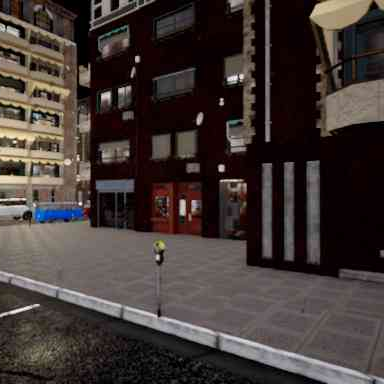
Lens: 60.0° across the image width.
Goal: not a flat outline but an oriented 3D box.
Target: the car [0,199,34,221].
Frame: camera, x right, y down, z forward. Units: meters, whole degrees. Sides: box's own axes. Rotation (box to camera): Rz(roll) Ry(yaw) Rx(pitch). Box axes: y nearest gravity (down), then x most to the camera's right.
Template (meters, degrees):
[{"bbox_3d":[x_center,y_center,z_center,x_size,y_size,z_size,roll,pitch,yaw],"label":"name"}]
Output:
[{"bbox_3d":[-17.091,1.629,30.526,2.150,2.045,5.566,0,-1,34],"label":"car"}]

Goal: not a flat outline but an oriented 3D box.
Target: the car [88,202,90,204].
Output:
[{"bbox_3d":[-11.352,2.162,38.574,1.994,1.385,4.181,0,-1,35],"label":"car"}]

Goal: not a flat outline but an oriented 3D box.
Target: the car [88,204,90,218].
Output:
[{"bbox_3d":[-8.241,2.104,33.033,1.947,1.339,4.313,-1,-2,35],"label":"car"}]

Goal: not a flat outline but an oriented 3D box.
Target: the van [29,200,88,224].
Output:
[{"bbox_3d":[-11.309,1.773,28.423,1.690,1.788,3.998,-1,-2,35],"label":"van"}]
